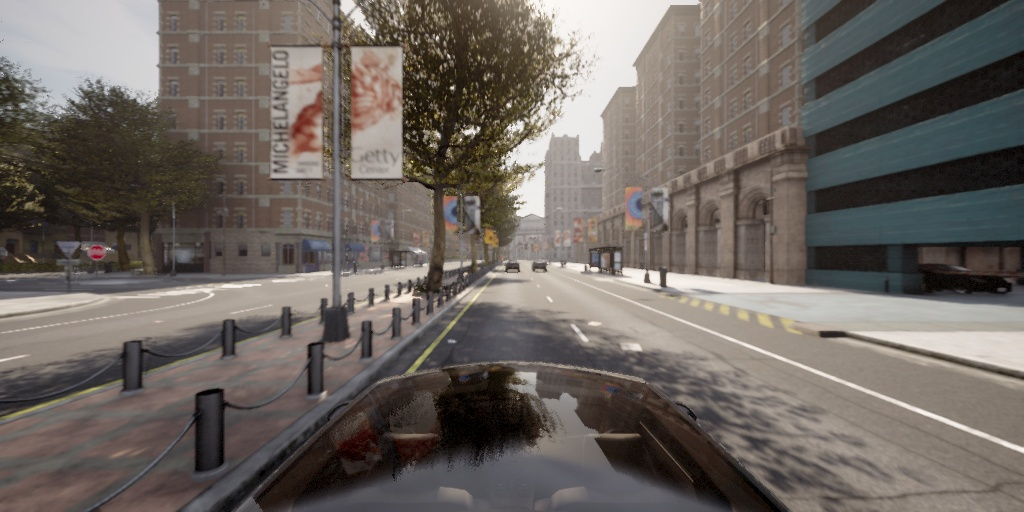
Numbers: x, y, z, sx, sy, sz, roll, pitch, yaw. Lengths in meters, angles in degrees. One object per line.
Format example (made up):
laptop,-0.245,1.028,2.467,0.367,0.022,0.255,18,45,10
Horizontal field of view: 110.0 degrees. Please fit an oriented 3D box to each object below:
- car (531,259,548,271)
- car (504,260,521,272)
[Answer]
car,3.593,1.257,48.145,1.837,1.490,4.892,0,0,0
car,0.095,1.257,46.903,1.837,1.490,4.892,0,0,0
